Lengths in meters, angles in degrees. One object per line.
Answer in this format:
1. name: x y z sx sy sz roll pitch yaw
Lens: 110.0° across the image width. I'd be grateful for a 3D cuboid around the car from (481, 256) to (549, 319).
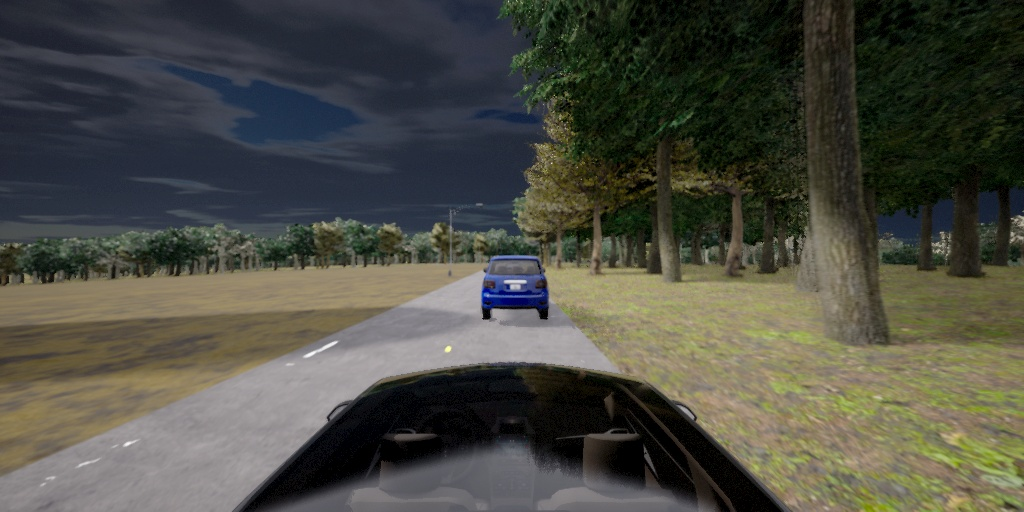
1. car: 0.099 1.019 13.215 2.150 2.045 5.566 0 0 0
